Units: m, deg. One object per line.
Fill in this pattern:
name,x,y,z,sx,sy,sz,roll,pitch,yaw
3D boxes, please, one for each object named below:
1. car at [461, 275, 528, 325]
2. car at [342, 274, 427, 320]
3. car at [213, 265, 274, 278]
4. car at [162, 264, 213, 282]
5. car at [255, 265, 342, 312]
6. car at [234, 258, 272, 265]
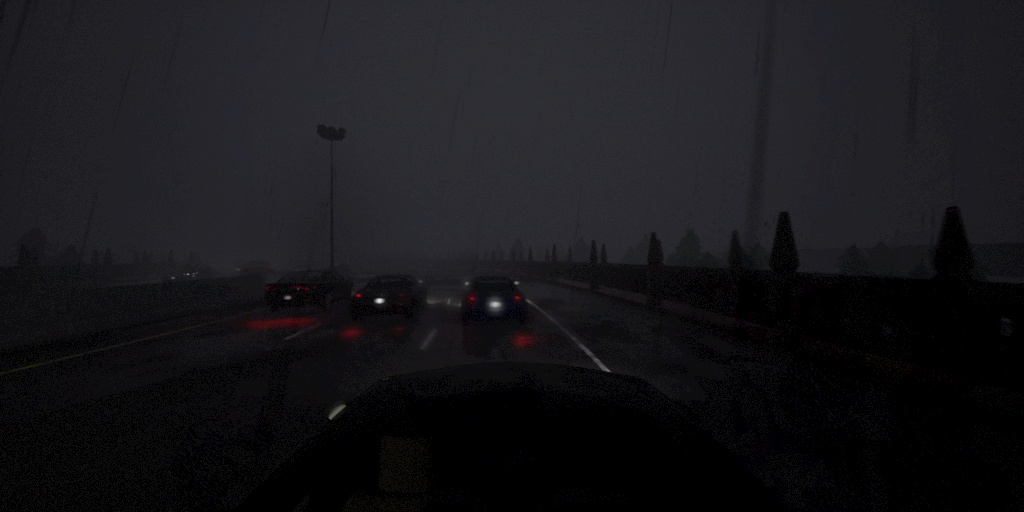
car,-0.650,1.327,11.984,1.994,1.385,4.181,0,0,-5
car,-4.260,1.343,12.950,1.994,1.385,4.181,0,0,-6
car,-16.933,1.445,23.374,1.895,1.301,4.718,0,0,-14
car,-25.862,1.379,28.838,2.128,1.511,4.902,0,0,-19
car,-7.998,1.275,14.715,1.882,1.535,5.008,0,0,-8
car,-23.934,1.236,33.728,2.097,1.767,4.553,0,0,-22
